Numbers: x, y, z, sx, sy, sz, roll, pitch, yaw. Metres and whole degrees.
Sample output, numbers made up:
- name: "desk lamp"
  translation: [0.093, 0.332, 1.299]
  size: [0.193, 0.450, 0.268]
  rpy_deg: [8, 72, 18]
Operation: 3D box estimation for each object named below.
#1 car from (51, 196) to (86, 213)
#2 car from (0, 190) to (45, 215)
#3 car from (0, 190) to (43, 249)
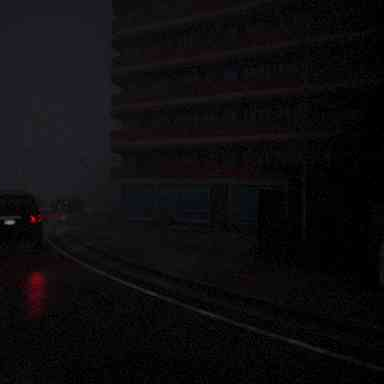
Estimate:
- name: "car"
  translation: [-11.782, 1.139, 32.046]
  size: [2.128, 1.511, 4.902]
  rpy_deg: [1, 0, 1]
- name: "car"
  translation: [-15.373, 0.829, 29.709]
  size: [2.150, 2.045, 5.566]
  rpy_deg: [1, 0, -2]
- name: "car"
  translation: [-7.269, 1.043, 13.086]
  size: [2.150, 2.045, 5.566]
  rpy_deg: [0, 1, -31]
